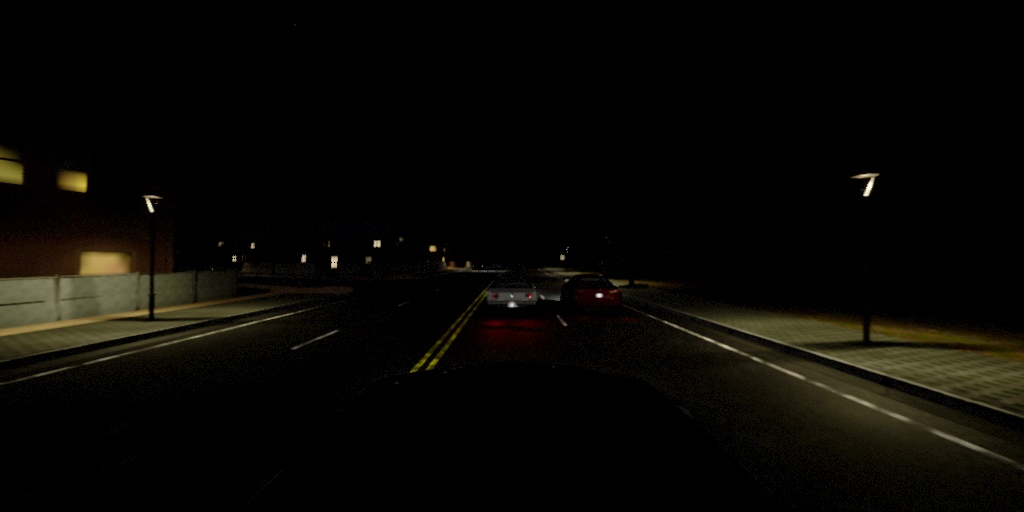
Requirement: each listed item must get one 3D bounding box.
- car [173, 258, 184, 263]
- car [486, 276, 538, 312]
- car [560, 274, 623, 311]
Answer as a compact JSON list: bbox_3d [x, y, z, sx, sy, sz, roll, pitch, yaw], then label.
[{"bbox_3d":[-42.750,1.270,44.599,5.566,2.045,2.150,0,-2,31],"label":"car"},{"bbox_3d":[0.011,1.498,15.174,1.895,1.301,4.718,0,-1,0],"label":"car"},{"bbox_3d":[3.266,1.464,15.387,1.994,1.385,4.181,0,-1,0],"label":"car"}]
